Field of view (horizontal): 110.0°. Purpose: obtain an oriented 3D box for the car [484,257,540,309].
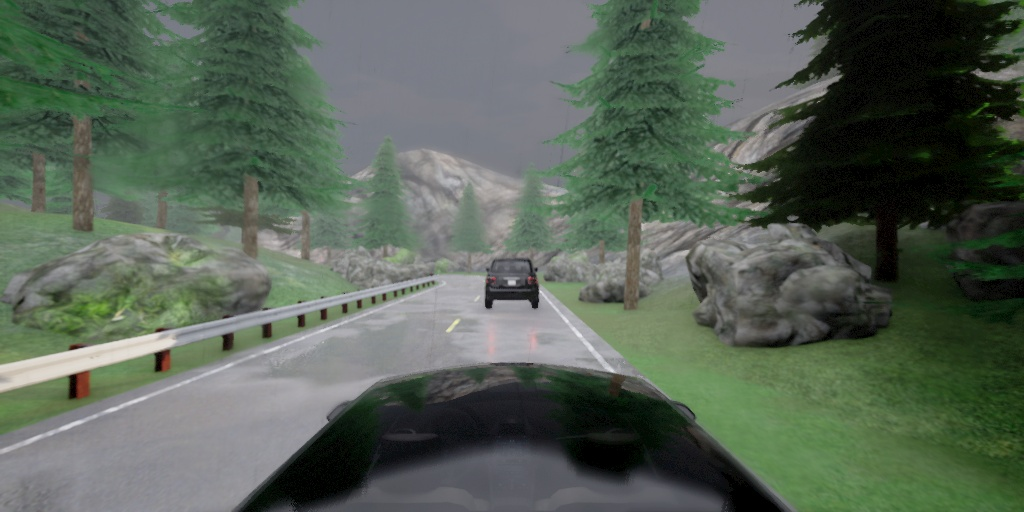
[{"bbox_3d":[-0.002,1.088,15.861,2.150,2.045,5.566,0,0,0],"label":"car"}]
